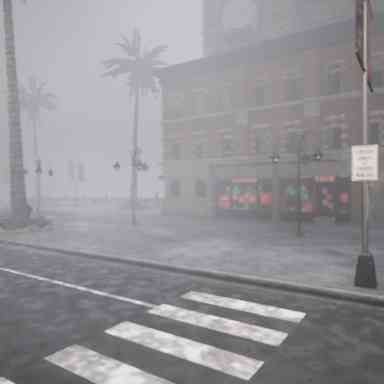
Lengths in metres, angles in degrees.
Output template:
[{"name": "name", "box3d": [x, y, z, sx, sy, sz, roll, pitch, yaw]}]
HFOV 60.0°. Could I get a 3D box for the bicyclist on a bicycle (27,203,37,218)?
[{"name": "bicyclist on a bicycle", "box3d": [-9.701, 1.248, 19.233, 0.582, 1.620, 1.656, 0, 1, 34]}]
